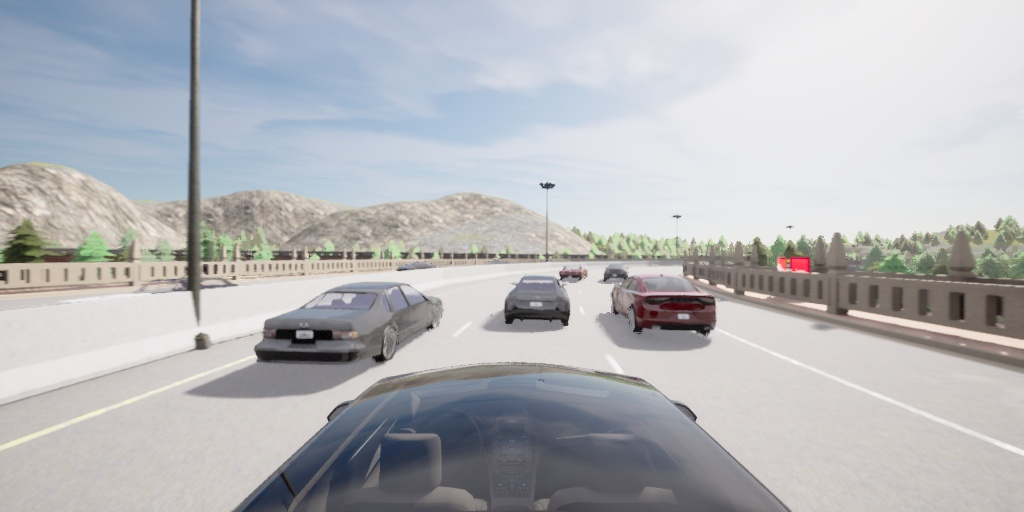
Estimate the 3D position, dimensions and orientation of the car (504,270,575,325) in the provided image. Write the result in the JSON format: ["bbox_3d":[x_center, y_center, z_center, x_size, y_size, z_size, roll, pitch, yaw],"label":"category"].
[{"bbox_3d":[0.904,1.333,12.078,1.994,1.385,4.181,0,0,6],"label":"car"}]

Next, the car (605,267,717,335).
[{"bbox_3d":[4.250,1.261,10.801,1.882,1.535,5.008,0,0,6],"label":"car"}]

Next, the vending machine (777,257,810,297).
[{"bbox_3d":[12.889,1.030,16.470,1.100,2.100,0.880,0,0,11],"label":"vending machine"}]

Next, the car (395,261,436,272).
[{"bbox_3d":[-10.389,1.296,39.401,2.033,1.411,5.357,0,0,21],"label":"car"}]

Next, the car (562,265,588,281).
[{"bbox_3d":[5.493,1.418,31.464,1.895,1.301,4.718,0,0,20],"label":"car"}]

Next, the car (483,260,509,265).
[{"bbox_3d":[-2.167,1.280,49.195,1.882,1.535,5.008,0,0,28],"label":"car"}]

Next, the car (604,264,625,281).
[{"bbox_3d":[8.875,1.359,30.462,1.812,1.442,4.674,0,0,20],"label":"car"}]

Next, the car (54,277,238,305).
[{"bbox_3d":[-10.022,1.312,10.729,1.895,1.301,4.718,0,0,6],"label":"car"}]

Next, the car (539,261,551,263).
[{"bbox_3d":[4.981,1.397,54.693,2.033,1.411,5.357,0,0,32],"label":"car"}]

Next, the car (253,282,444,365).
[{"bbox_3d":[-3.080,1.291,8.167,2.033,1.411,5.357,0,0,5],"label":"car"}]
